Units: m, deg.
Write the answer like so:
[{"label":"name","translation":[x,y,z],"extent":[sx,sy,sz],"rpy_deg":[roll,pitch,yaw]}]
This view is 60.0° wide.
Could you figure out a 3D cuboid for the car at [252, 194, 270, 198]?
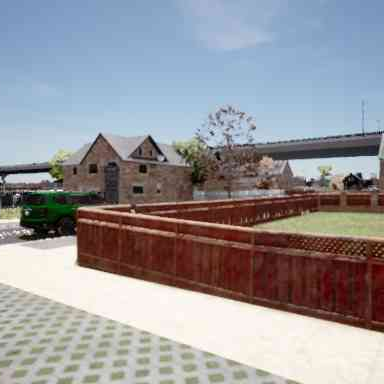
[{"label":"car","translation":[8.061,0.943,39.775],"extent":[1.895,1.301,4.718],"rpy_deg":[0,1,37]}]

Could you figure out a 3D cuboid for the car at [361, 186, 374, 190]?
[{"label":"car","translation":[41.874,-0.068,80.437],"extent":[1.895,1.301,4.718],"rpy_deg":[0,1,37]}]

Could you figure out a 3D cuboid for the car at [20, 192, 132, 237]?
[{"label":"car","translation":[-5.597,0.988,16.708],"extent":[2.150,2.045,5.566],"rpy_deg":[0,1,37]}]
